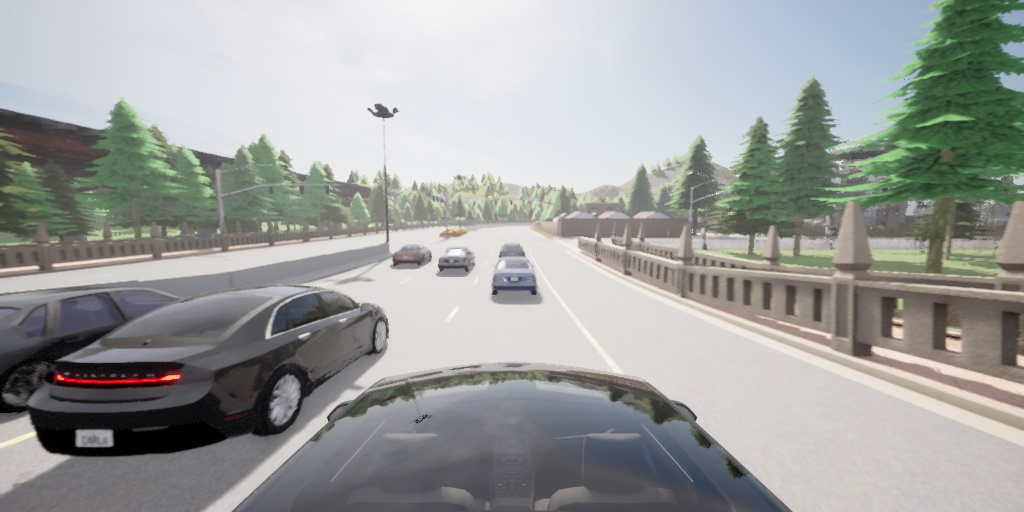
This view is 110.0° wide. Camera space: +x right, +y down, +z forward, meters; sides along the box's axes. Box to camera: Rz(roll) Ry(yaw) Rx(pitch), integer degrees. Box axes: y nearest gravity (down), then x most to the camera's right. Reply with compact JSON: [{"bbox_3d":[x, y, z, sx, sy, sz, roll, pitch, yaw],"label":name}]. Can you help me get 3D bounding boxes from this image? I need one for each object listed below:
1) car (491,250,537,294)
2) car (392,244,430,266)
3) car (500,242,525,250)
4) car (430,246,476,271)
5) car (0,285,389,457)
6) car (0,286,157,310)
[{"bbox_3d":[0.079,0.715,15.561,2.033,1.411,5.357,0,4,0],"label":"car"},{"bbox_3d":[-6.976,-0.163,25.446,1.994,1.385,4.181,0,6,0],"label":"car"},{"bbox_3d":[0.012,-0.353,27.324,1.994,1.385,4.181,0,6,0],"label":"car"},{"bbox_3d":[-3.462,0.080,22.935,2.033,1.411,5.357,0,6,0],"label":"car"},{"bbox_3d":[-3.401,1.177,5.337,1.837,1.490,4.892,0,1,0],"label":"car"},{"bbox_3d":[-6.890,1.202,5.815,2.033,1.411,5.357,0,2,1],"label":"car"}]
